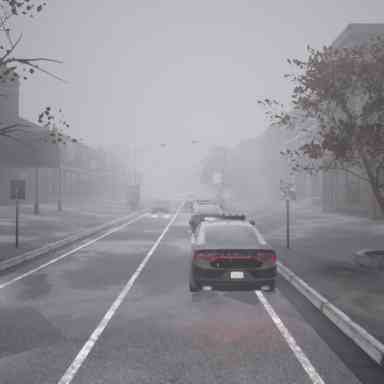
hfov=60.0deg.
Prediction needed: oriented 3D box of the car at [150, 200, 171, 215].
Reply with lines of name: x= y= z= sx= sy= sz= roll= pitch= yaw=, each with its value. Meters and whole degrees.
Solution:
car: x=-3.187 y=1.551 z=34.880 sx=2.033 sy=1.411 sz=5.357 roll=0 pitch=0 yaw=0

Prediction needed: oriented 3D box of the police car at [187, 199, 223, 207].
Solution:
police car: x=0.853 y=1.428 z=19.117 sx=1.930 sy=1.638 sz=5.238 roll=0 pitch=0 yaw=0

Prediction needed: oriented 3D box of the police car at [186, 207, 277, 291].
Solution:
police car: x=0.879 y=1.426 z=9.116 sx=1.930 sy=1.638 sz=5.238 roll=0 pitch=0 yaw=0

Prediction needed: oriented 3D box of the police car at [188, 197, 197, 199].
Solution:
police car: x=0.838 y=1.428 z=25.117 sx=1.930 sy=1.638 sz=5.238 roll=0 pitch=0 yaw=0

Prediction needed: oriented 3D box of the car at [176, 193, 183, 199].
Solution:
car: x=-3.231 y=1.058 z=91.682 sx=1.882 sy=1.535 sz=5.008 roll=0 pitch=0 yaw=0

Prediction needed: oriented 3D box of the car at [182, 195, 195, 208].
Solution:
car: x=-0.101 y=1.507 z=46.698 sx=1.812 sy=1.442 sz=4.674 roll=0 pitch=0 yaw=0
